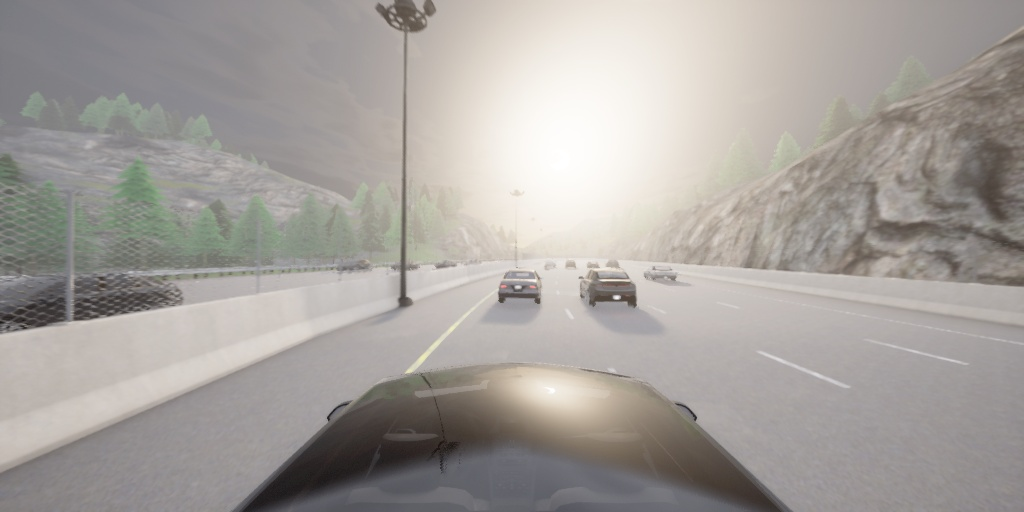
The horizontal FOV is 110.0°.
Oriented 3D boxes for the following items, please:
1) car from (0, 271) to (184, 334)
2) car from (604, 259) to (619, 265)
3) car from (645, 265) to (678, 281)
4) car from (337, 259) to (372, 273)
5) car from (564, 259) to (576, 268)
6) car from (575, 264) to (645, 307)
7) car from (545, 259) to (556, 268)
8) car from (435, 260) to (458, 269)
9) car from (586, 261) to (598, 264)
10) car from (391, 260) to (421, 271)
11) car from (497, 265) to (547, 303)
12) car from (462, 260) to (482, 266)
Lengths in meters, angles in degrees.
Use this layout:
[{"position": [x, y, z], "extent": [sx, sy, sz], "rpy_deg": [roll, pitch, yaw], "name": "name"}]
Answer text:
[{"position": [-10.449, 1.145, 8.294], "extent": [1.837, 1.490, 4.892], "rpy_deg": [0, 0, 2], "name": "car"}, {"position": [17.241, 1.279, 62.087], "extent": [2.097, 1.767, 4.553], "rpy_deg": [1, 0, 8], "name": "car"}, {"position": [12.866, 1.484, 31.446], "extent": [1.895, 1.301, 4.718], "rpy_deg": [1, 0, 8], "name": "car"}, {"position": [-17.774, 1.066, 40.780], "extent": [1.837, 1.490, 4.892], "rpy_deg": [1, 0, 8], "name": "car"}, {"position": [10.522, 1.362, 64.575], "extent": [1.837, 1.490, 4.892], "rpy_deg": [1, 0, 8], "name": "car"}, {"position": [4.092, 1.297, 15.792], "extent": [1.837, 1.490, 4.892], "rpy_deg": [0, 0, 4], "name": "car"}, {"position": [7.039, 1.346, 64.964], "extent": [1.812, 1.442, 4.674], "rpy_deg": [1, 0, 8], "name": "car"}, {"position": [-9.250, 1.251, 50.783], "extent": [1.895, 1.301, 4.718], "rpy_deg": [1, 0, 9], "name": "car"}, {"position": [13.548, 1.490, 60.525], "extent": [1.895, 1.301, 4.718], "rpy_deg": [1, 0, 8], "name": "car"}, {"position": [-13.480, 1.153, 45.971], "extent": [2.033, 1.411, 5.357], "rpy_deg": [1, 0, 9], "name": "car"}, {"position": [0.475, 1.302, 16.790], "extent": [2.033, 1.411, 5.357], "rpy_deg": [1, 0, 5], "name": "car"}, {"position": [-5.599, 1.236, 51.593], "extent": [2.033, 1.411, 5.357], "rpy_deg": [1, 0, 9], "name": "car"}]
